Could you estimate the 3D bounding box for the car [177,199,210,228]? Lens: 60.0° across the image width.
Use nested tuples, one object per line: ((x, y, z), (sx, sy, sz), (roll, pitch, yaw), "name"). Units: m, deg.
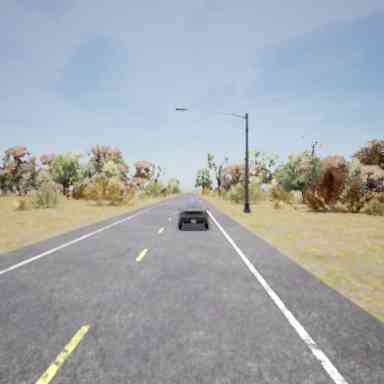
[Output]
((0.093, 1.433, 21.651), (1.837, 1.490, 4.892), (0, 0, 0), "car")
